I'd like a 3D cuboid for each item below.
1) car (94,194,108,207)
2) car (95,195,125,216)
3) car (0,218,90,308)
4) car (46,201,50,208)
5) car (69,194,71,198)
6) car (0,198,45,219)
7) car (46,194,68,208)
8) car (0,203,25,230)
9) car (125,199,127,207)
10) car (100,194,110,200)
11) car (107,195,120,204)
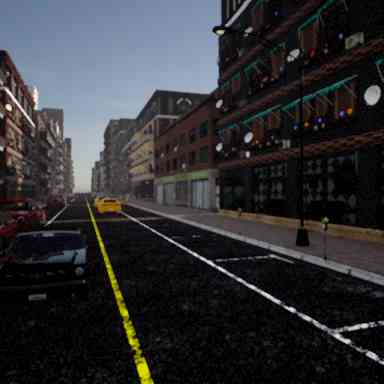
[{"bbox_3d":[-11.519,1.287,42.712,1.882,1.535,5.008,0,1,-18],"label":"car"},{"bbox_3d":[-7.815,1.336,31.376,1.882,1.535,5.008,0,0,-18],"label":"car"},{"bbox_3d":[-3.467,1.570,8.071,1.895,1.301,4.718,0,0,-18],"label":"car"},{"bbox_3d":[-11.068,1.501,22.710,1.802,1.307,4.206,0,0,-18],"label":"car"},{"bbox_3d":[-21.550,1.325,54.862,1.887,1.381,4.507,0,0,-18],"label":"car"},{"bbox_3d":[-9.321,1.257,17.350,2.192,1.841,5.009,0,0,-18],"label":"car"},{"bbox_3d":[-18.056,1.142,44.144,2.192,1.841,5.009,0,0,-18],"label":"car"},{"bbox_3d":[-7.574,1.404,11.992,1.967,1.590,4.097,0,0,-18],"label":"car"},{"bbox_3d":[-10.140,1.306,46.900,1.752,1.417,4.829,0,0,-18],"label":"car"},{"bbox_3d":[-20.569,1.191,78.889,2.008,1.369,4.403,0,0,-18],"label":"car"},{"bbox_3d":[-13.581,1.279,57.455,1.887,1.381,4.507,0,0,-18],"label":"car"}]
